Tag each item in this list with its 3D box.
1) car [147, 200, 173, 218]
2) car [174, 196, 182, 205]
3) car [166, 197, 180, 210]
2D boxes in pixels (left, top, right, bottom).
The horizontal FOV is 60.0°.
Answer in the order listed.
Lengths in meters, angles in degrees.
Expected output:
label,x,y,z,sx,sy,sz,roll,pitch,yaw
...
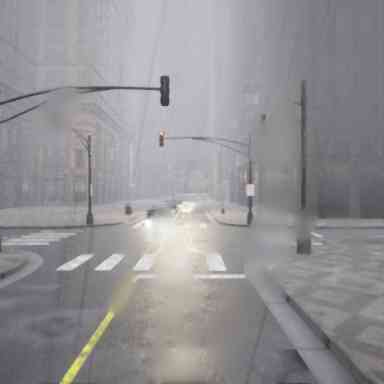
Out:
label,x,y,z,sx,sy,sz,roll,pitch,yaw
car,-3.096,1.705,31.323,1.895,1.301,4.718,0,0,0
car,-3.001,1.617,65.265,2.097,1.767,4.553,0,0,0
car,-3.083,1.718,46.218,1.994,1.385,4.181,0,0,0
